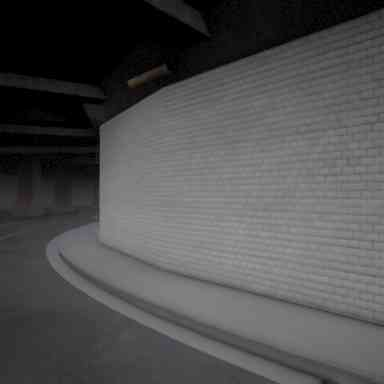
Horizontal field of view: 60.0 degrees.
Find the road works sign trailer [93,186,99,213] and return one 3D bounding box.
[{"bbox_3d":[-11.197,0.953,43.368,2.380,3.560,2.880,0,-1,14],"label":"road works sign trailer"}]
